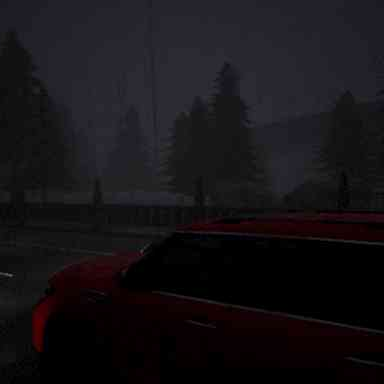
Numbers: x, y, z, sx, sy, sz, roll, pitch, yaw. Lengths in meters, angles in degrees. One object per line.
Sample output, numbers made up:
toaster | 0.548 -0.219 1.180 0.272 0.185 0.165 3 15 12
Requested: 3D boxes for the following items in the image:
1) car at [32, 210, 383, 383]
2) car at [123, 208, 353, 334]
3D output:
car | 0.748 1.213 3.328 5.566 2.045 2.150 0 0 34
car | 0.886 1.335 7.328 4.553 1.767 2.097 0 0 33
